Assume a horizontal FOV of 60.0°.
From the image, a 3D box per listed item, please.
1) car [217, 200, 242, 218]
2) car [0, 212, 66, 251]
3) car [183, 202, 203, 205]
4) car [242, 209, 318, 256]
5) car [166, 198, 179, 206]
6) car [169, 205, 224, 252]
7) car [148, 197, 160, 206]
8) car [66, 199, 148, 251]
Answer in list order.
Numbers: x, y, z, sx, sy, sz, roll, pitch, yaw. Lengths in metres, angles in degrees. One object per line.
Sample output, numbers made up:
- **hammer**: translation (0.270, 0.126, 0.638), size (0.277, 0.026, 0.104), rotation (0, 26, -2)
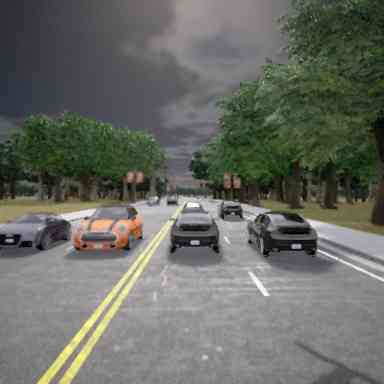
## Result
- **car**: translation (3.352, 1.505, 29.631), size (1.837, 1.490, 4.892), rotation (0, 0, 0)
- **car**: translation (-6.599, 1.563, 14.026), size (1.994, 1.385, 4.181), rotation (0, 0, 0)
- **car**: translation (0.103, 1.565, 30.309), size (1.994, 1.385, 4.181), rotation (0, 0, 0)
- **car**: translation (3.351, 1.504, 13.098), size (1.837, 1.490, 4.892), rotation (0, 0, 0)
- **car**: translation (-3.294, 1.671, 56.420), size (1.895, 1.301, 4.718), rotation (0, 0, 1)
- **car**: translation (0.101, 1.504, 13.946), size (1.837, 1.490, 4.892), rotation (0, 0, 0)
- **car**: translation (-6.546, 1.562, 56.841), size (2.128, 1.511, 4.902), rotation (0, 0, 0)
- **car**: translation (-3.349, 1.351, 14.121), size (2.097, 1.767, 4.553), rotation (0, 0, 0)
